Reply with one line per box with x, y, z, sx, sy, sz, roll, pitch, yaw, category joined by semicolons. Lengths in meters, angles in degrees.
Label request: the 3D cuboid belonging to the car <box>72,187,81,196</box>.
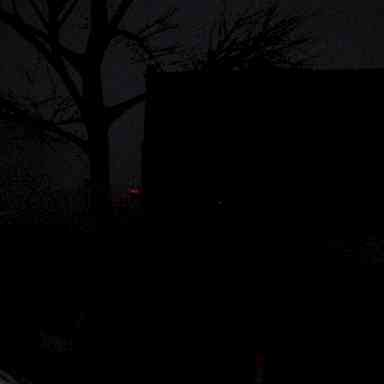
-23.625;-0.002;61.539;4.674;1.452;2.002;2;2;17;car

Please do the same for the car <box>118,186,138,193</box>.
-16.474;-0.679;85.297;4.553;1.767;2.185;2;2;17;car

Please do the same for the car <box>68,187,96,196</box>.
-22.036;-0.148;66.823;4.892;1.521;2.231;2;2;17;car

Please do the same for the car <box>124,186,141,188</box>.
-10.130;-0.039;63.052;2.150;2.045;5.566;2;2;17;car

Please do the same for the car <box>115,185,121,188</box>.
-19.460;-0.321;74.683;5.366;1.575;1.946;2;2;17;car

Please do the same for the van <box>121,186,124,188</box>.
-18.723;-0.604;77.336;4.442;1.987;1.878;2;2;17;van

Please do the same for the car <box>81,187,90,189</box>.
-22.797;-0.219;64.165;4.553;1.767;2.185;2;2;17;car

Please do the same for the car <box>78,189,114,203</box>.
-12.525;0.730;43.694;1.994;1.385;4.181;2;1;14;car

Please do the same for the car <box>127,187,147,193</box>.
-14.846;-0.660;90.567;4.892;1.521;2.231;2;2;17;car

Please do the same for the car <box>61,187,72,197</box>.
-24.429;0.009;58.902;5.008;1.535;2.097;2;1;17;car

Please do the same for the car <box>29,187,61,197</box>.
-25.190;-0.068;56.245;4.553;1.767;2.185;2;1;17;car

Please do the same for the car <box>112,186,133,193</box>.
-17.271;-0.623;82.659;4.553;1.767;2.185;2;2;17;car

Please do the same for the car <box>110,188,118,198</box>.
-13.027;0.529;53.442;1.895;1.301;4.718;2;1;17;car

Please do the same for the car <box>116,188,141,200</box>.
-9.909;0.564;53.375;1.994;1.385;4.181;2;1;17;car

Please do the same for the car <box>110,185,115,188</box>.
-20.457;-0.517;72.099;5.566;2.045;2.435;2;2;17;car

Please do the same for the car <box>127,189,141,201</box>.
-6.499;0.698;48.687;4.792;1.488;2.163;2;1;17;car

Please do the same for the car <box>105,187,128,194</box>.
-18.047;-0.440;80.016;5.008;1.535;2.097;2;2;17;car

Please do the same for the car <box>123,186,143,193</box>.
-15.617;-0.732;87.919;4.553;1.767;2.185;2;2;17;car
